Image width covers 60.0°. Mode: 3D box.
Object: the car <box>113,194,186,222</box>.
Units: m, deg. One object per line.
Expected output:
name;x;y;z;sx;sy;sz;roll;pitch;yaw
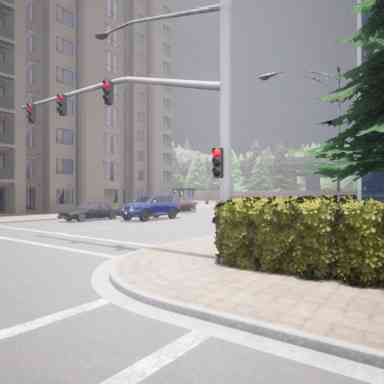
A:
car;-3.282;1.221;26.957;2.150;2.045;5.566;0;0;36

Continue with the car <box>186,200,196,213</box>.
car;-1.563;1.478;35.210;1.882;1.535;5.008;0;0;36

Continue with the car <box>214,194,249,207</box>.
car;4.723;1.223;37.833;2.150;2.045;5.566;0;0;37

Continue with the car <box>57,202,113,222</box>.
car;-7.904;1.547;26.571;2.033;1.411;5.357;0;0;36
